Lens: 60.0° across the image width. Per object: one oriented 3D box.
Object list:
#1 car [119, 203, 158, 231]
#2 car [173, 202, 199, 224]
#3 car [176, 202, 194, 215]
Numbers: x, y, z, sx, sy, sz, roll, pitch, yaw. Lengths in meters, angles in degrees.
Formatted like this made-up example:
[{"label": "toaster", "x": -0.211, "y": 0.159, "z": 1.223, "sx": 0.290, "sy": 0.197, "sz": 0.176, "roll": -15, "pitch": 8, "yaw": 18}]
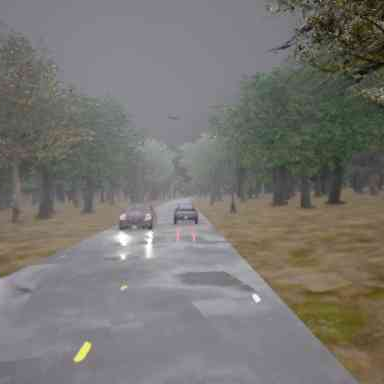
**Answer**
[{"label": "car", "x": -3.484, "y": 1.526, "z": 22.126, "sx": 2.097, "sy": 1.767, "sz": 4.553, "roll": 0, "pitch": 0, "yaw": -1}, {"label": "car", "x": -0.500, "y": 1.672, "z": 26.587, "sx": 2.128, "sy": 1.511, "sz": 4.902, "roll": 0, "pitch": 0, "yaw": -1}, {"label": "car", "x": -0.817, "y": 1.877, "z": 38.934, "sx": 1.895, "sy": 1.301, "sz": 4.718, "roll": 0, "pitch": 0, "yaw": -1}]
